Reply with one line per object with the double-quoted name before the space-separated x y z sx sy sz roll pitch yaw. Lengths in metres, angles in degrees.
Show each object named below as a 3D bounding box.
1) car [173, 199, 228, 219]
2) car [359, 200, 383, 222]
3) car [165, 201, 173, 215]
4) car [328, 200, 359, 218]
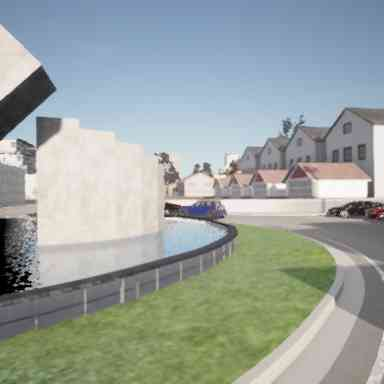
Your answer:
"car" 0.921 1.540 30.721 4.553 1.767 2.097 -1 0 33
"car" 15.657 1.460 25.242 4.674 1.442 1.812 -1 0 4
"car" -3.626 1.798 37.131 4.892 1.490 1.837 -1 -1 25
"car" 14.375 1.480 28.821 4.892 1.490 1.837 -1 0 4
